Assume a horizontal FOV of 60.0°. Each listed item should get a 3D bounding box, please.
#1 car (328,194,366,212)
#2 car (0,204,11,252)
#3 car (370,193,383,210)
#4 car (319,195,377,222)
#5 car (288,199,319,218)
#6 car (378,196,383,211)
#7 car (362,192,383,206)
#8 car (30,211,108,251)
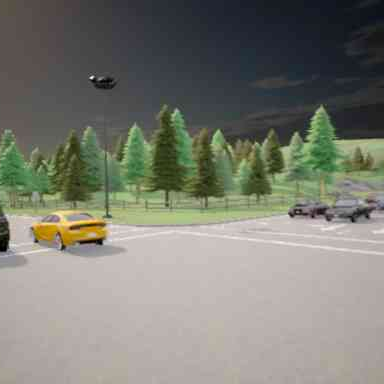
[{"bbox_3d":[15.238,1.043,32.535,1.837,1.490,4.892,-1,0,43],"label":"car"},{"bbox_3d":[-9.411,1.444,13.929,2.150,2.045,5.566,-2,0,-44],"label":"car"},{"bbox_3d":[17.008,1.023,29.308,1.812,1.442,4.674,-1,0,43],"label":"car"},{"bbox_3d":[10.786,1.199,22.855,1.812,1.442,4.674,-1,0,44],"label":"car"},{"bbox_3d":[9.260,1.271,26.256,1.994,1.385,4.181,-1,0,44],"label":"car"},{"bbox_3d":[13.602,1.095,20.675,2.128,1.511,4.902,-1,0,44],"label":"car"},{"bbox_3d":[22.354,0.815,40.100,1.882,1.535,5.008,-1,0,43],"label":"car"},{"bbox_3d":[-5.699,1.600,15.076,1.882,1.535,5.008,-2,0,-44],"label":"car"}]
